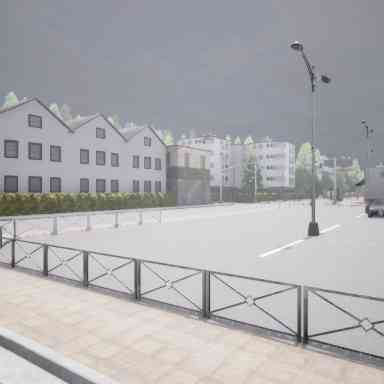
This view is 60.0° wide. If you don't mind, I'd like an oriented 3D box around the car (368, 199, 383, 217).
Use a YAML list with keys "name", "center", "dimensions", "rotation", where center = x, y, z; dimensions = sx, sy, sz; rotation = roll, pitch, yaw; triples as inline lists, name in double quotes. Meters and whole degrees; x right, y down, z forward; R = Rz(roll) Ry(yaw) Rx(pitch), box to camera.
- name: "car"
  center: [15.446, 1.299, 26.789]
  dimensions: [2.007, 1.523, 4.514]
  rotation: [0, 0, 35]
